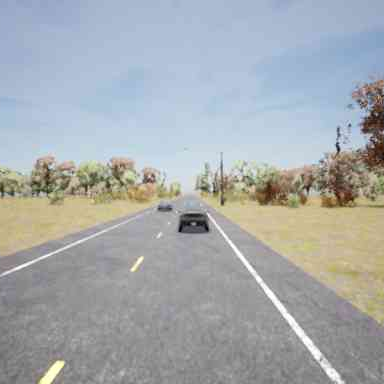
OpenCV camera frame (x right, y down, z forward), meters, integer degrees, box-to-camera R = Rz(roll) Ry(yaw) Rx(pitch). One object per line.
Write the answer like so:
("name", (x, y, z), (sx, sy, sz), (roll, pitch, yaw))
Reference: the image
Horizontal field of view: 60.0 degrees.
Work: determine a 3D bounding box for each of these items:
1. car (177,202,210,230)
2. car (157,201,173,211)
("car", (0.103, 1.611, 21.707), (1.837, 1.490, 4.892), (0, 0, 0))
("car", (-3.496, 1.845, 43.576), (1.895, 1.301, 4.718), (0, 0, 0))
